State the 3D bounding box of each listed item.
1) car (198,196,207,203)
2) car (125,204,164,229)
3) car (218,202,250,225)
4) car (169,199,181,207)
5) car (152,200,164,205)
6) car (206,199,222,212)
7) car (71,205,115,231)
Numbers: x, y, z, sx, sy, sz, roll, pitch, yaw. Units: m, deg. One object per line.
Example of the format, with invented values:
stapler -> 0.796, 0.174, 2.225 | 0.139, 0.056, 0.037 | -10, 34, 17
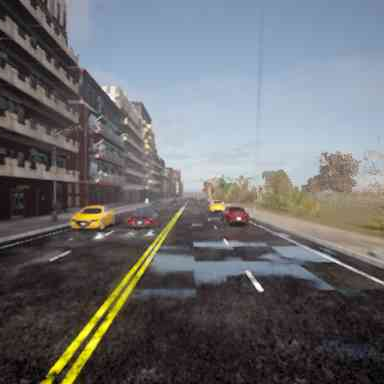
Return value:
car -> 3.267, 2.384, 91.725 | 1.837, 1.490, 4.892 | 0, -1, 0
car -> -3.342, 1.779, 23.199 | 1.994, 1.385, 4.181 | 0, -1, 0
car -> 3.356, 1.768, 26.187 | 1.812, 1.442, 4.674 | 0, 0, 0
car -> -3.249, 2.092, 64.184 | 1.837, 1.490, 4.892 | 0, -1, 0
car -> -6.500, 2.153, 64.197 | 1.994, 1.385, 4.181 | 0, -1, 0
car -> 3.360, 1.899, 45.120 | 1.882, 1.535, 5.008 | 0, 0, 0
car -> -6.593, 1.687, 22.633 | 1.882, 1.535, 5.008 | 0, -1, 0
